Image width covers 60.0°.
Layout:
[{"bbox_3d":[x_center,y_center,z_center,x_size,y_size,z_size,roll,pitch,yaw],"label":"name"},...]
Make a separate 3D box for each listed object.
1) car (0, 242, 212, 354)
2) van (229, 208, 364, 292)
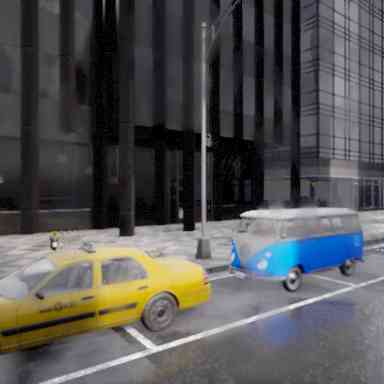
[{"bbox_3d":[-1.919,1.523,5.279,4.829,1.417,1.752,0,0,-35],"label":"car"},{"bbox_3d":[2.786,1.330,8.634,3.998,1.788,1.690,0,0,-35],"label":"van"}]
